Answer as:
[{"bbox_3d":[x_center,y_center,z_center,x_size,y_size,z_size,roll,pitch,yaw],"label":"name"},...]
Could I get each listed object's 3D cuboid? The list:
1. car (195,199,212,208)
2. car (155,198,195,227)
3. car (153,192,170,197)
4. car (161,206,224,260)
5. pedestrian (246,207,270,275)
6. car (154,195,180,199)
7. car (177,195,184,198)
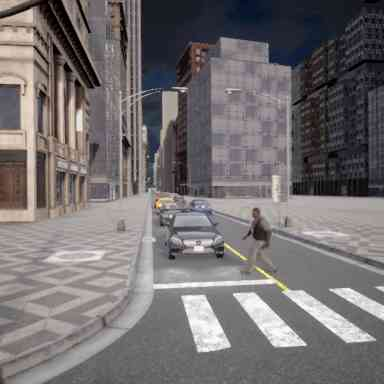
[{"bbox_3d":[0.714,1.414,32.421,2.033,1.411,5.357,0,0,-7],"label":"car"},{"bbox_3d":[-1.309,1.418,22.594,2.128,1.511,4.902,0,0,-7],"label":"car"},{"bbox_3d":[-3.777,1.070,43.159,2.150,2.045,5.566,0,0,-7],"label":"car"},{"bbox_3d":[-0.064,1.488,12.581,1.812,1.442,4.674,0,0,-7],"label":"car"},{"bbox_3d":[1.716,1.261,8.661,0.375,1.860,0.375,0,0,-7],"label":"pedestrian"},{"bbox_3d":[-2.557,1.367,32.839,1.882,1.535,5.008,0,0,-7],"label":"car"},{"bbox_3d":[-2.306,1.253,56.995,2.128,1.511,4.902,0,0,-7],"label":"car"}]
